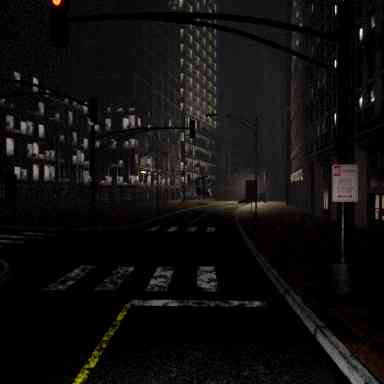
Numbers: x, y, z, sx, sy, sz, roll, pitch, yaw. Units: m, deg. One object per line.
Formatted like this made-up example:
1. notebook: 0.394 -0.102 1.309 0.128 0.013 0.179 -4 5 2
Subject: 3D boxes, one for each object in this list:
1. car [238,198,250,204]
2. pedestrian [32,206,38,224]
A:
1. car: 10.842 1.864 69.010 1.895 1.301 4.718 0 0 18
2. pedestrian: -9.392 1.345 19.878 0.500 1.100 0.500 0 0 17
